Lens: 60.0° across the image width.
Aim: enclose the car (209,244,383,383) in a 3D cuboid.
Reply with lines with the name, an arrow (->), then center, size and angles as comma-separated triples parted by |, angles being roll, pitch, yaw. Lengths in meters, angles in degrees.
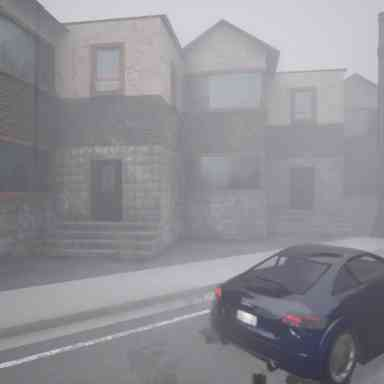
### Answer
car -> 2.307, 1.563, 5.390 | 4.181, 1.385, 1.994 | 0, 0, -36
